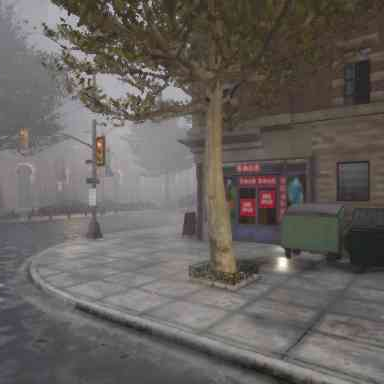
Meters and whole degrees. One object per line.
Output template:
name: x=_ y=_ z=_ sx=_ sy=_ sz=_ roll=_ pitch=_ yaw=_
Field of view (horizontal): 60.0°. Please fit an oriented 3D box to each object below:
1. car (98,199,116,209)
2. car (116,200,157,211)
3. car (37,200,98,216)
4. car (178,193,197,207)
car: x=-12.005 y=1.595 z=45.138 sx=1.895 sy=1.301 sz=4.718 roll=0 pitch=0 yaw=36
car: x=-6.608 y=1.601 z=41.251 sx=1.895 sy=1.301 sz=4.718 roll=0 pitch=0 yaw=36
car: x=-12.510 y=1.547 z=33.172 sx=2.033 sy=1.411 sz=5.357 roll=0 pitch=0 yaw=36
car: x=0.259 y=1.220 z=50.630 sx=2.150 sy=2.045 sz=5.566 roll=0 pitch=0 yaw=36
